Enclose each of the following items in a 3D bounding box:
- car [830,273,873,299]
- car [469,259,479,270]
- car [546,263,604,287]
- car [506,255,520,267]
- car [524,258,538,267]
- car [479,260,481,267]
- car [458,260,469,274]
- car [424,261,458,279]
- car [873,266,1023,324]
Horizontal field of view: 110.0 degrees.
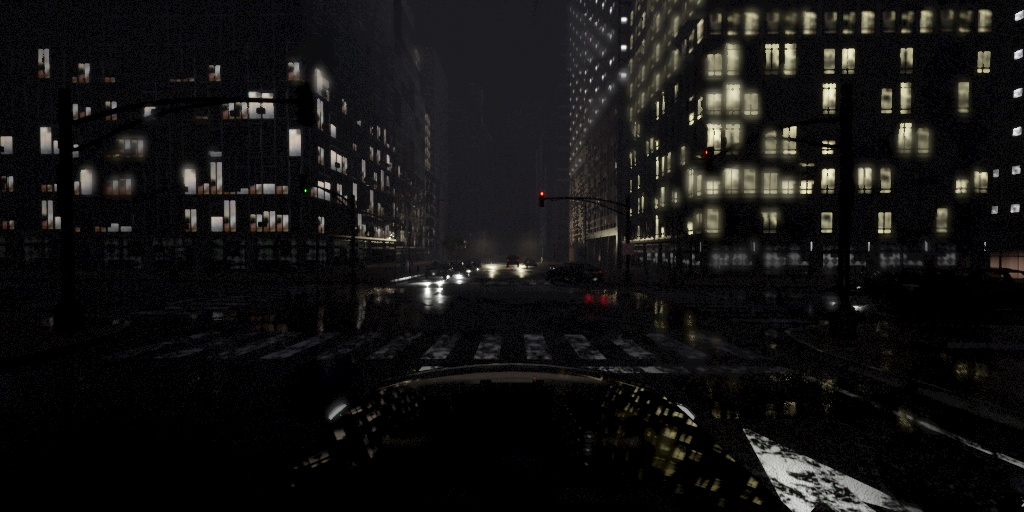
[{"bbox_3d":[19.455,1.450,18.133,5.357,1.411,2.033,1,1,1],"label":"car"},{"bbox_3d":[-6.461,1.264,51.385,2.033,1.411,5.357,0,0,0],"label":"car"},{"bbox_3d":[4.044,1.208,23.801,2.128,1.511,4.902,0,0,-24],"label":"car"},{"bbox_3d":[0.165,0.925,62.860,2.150,2.045,5.566,0,0,0],"label":"car"},{"bbox_3d":[3.417,1.229,63.238,1.812,1.442,4.674,0,0,0],"label":"car"},{"bbox_3d":[-6.398,1.182,61.726,1.882,1.535,5.008,0,0,1],"label":"car"},{"bbox_3d":[-6.496,1.327,41.615,1.895,1.301,4.718,0,0,0],"label":"car"},{"bbox_3d":[-6.522,1.225,32.333,2.128,1.511,4.902,0,0,0],"label":"car"},{"bbox_3d":[16.219,1.281,12.419,5.009,1.841,2.192,0,0,1],"label":"car"}]
